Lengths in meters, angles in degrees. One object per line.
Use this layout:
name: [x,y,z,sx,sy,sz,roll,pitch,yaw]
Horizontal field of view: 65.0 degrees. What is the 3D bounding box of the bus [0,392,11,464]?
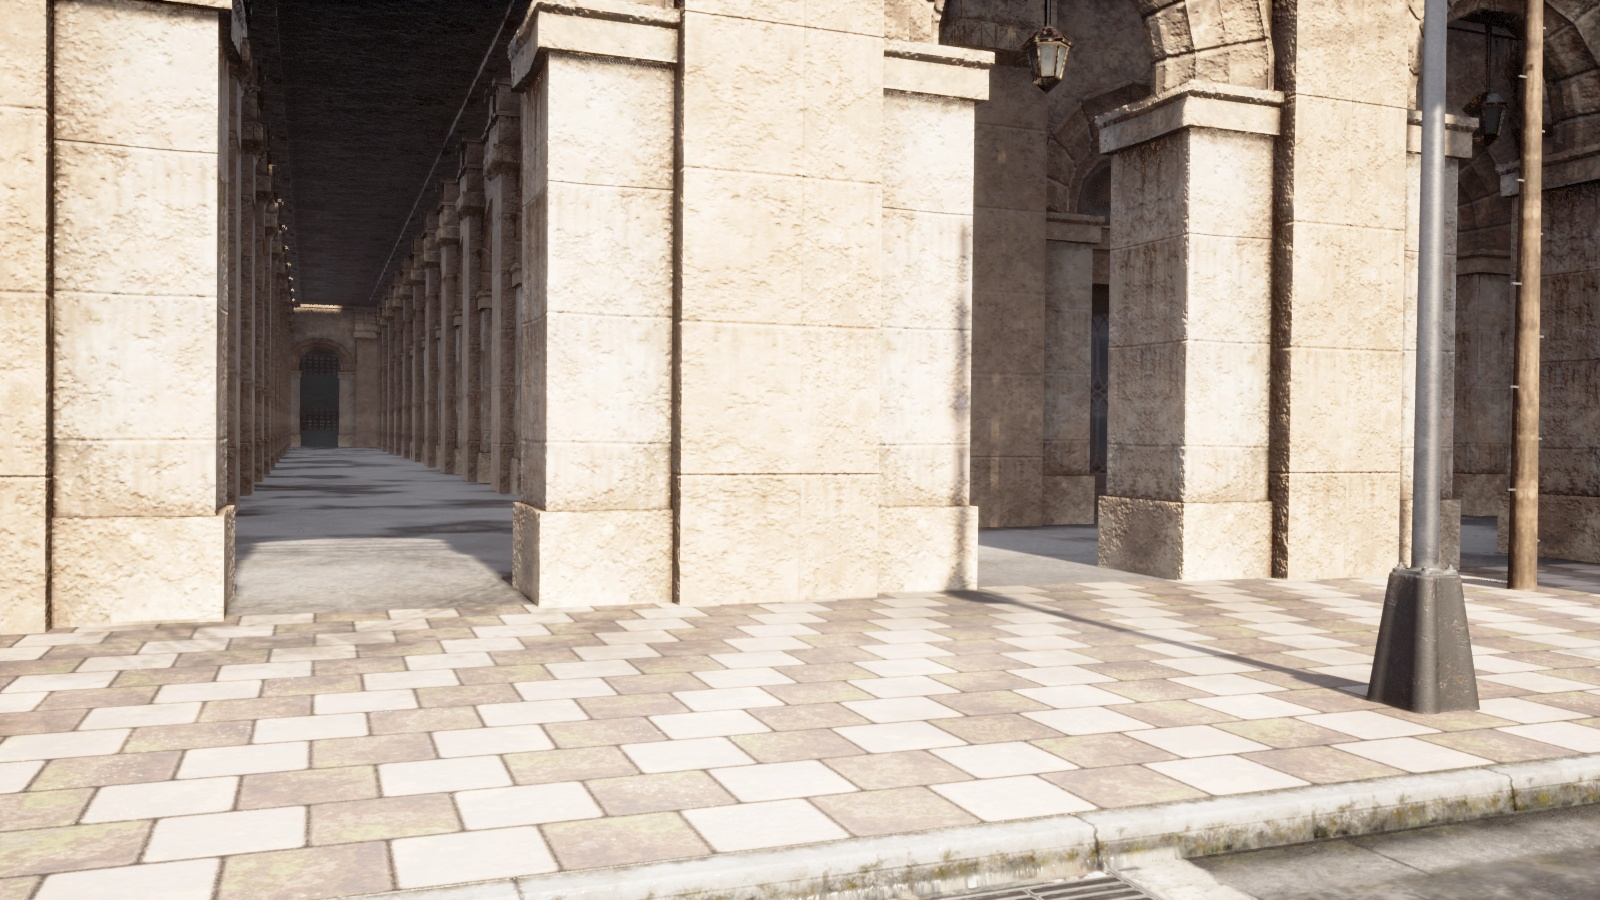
bus: [-48.416,-1.187,69.591,3.944,4.253,10.273,-1,1,-8]
